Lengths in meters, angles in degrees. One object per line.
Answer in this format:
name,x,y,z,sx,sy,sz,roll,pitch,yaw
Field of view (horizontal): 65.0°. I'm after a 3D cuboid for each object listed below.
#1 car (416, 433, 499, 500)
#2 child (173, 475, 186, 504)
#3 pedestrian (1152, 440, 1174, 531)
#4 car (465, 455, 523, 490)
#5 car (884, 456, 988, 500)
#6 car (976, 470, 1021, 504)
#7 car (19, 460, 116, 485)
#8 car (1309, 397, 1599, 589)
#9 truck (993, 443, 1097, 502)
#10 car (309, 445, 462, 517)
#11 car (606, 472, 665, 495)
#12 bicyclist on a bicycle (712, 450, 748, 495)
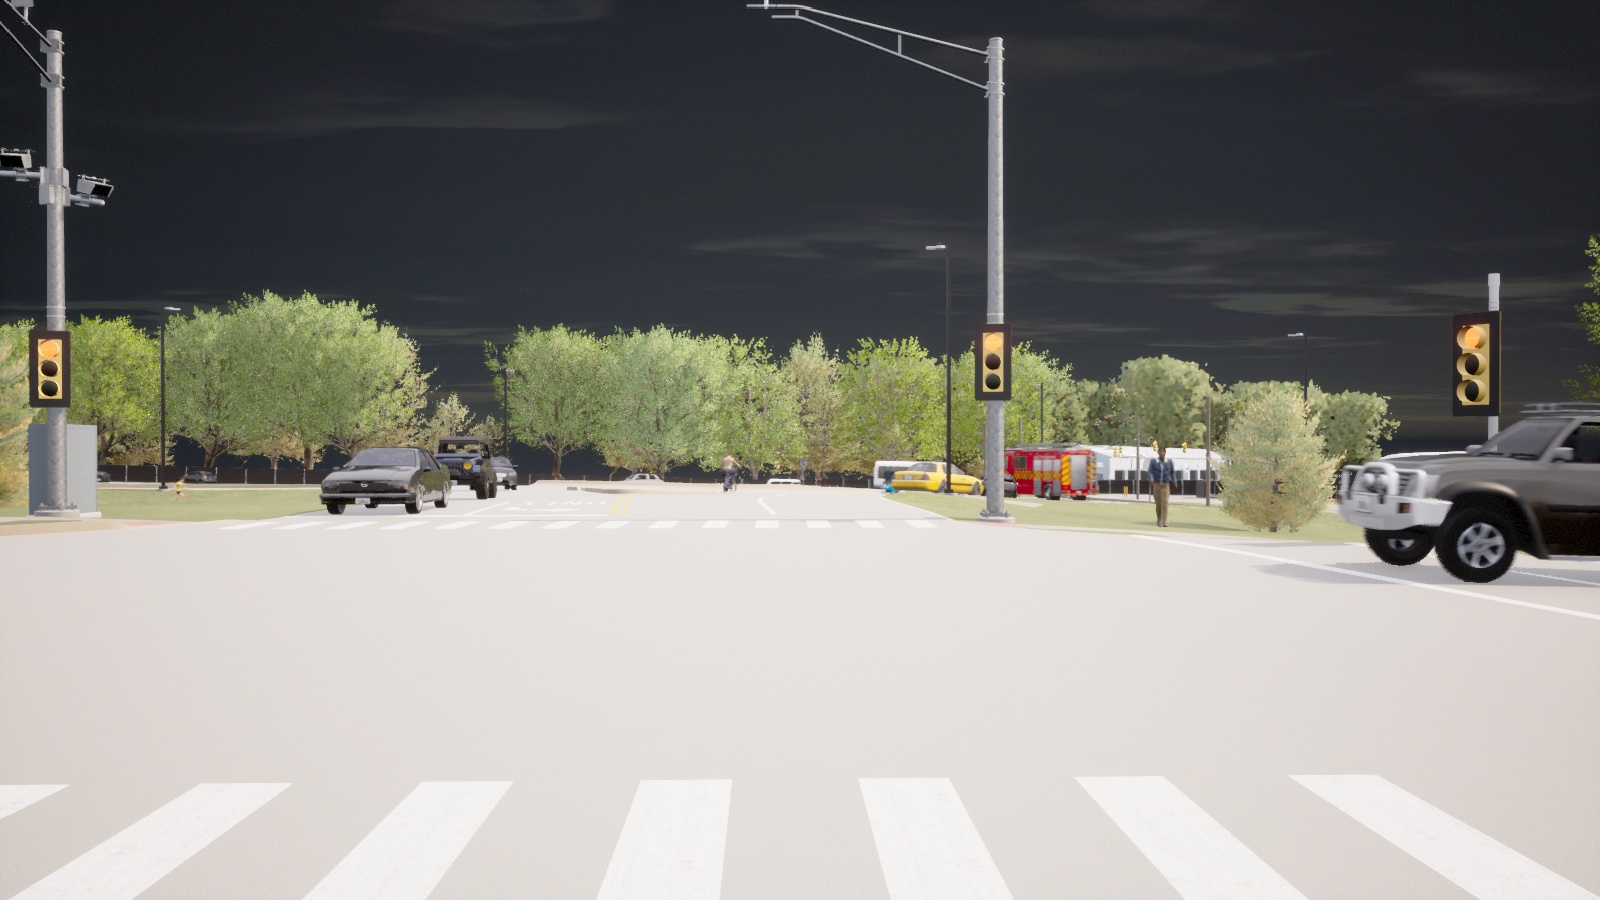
car,-10.076,0.493,37.225,1.905,1.878,3.866,0,-1,-8
child,-23.847,1.508,48.274,0.394,1.110,0.255,0,1,-7
pedestrian,7.849,0.754,27.176,0.423,1.949,0.788,0,1,14
car,-13.813,1.014,56.470,2.128,1.511,4.902,0,-1,-19
car,5.585,1.164,50.851,1.801,1.575,5.366,0,-3,35
car,10.444,1.982,66.457,2.128,1.511,4.902,5,-3,8
car,-45.854,1.451,78.676,4.892,1.490,1.837,2,-2,-43
car,8.190,0.452,13.478,4.605,1.855,1.932,2,1,0
truck,16.664,1.529,86.166,2.891,3.827,8.468,0,-1,-21
car,-8.879,0.613,27.407,2.033,1.411,5.357,0,0,-6
car,-12.069,2.453,92.113,3.806,1.475,1.970,2,-8,-34
bicyclist on a bicycle,-2.548,0.843,45.937,0.866,1.612,1.509,0,-3,15
